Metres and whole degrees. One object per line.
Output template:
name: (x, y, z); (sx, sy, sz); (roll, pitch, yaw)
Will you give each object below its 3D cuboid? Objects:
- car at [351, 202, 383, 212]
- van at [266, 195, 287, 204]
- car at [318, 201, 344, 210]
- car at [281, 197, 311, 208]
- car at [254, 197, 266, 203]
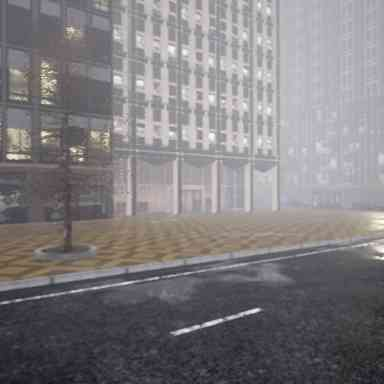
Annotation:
car: (23.739, 1.995, 44.821); (1.947, 1.339, 4.313); (0, 0, -35)
van: (17.768, 1.564, 68.348); (1.690, 1.788, 3.998); (0, 0, -35)
car: (20.512, 1.969, 49.502); (1.802, 1.307, 4.206); (0, 0, -35)
car: (17.319, 1.910, 54.204); (1.947, 1.339, 4.313); (0, 0, -35)
car: (14.526, 1.761, 73.019); (1.802, 1.307, 4.206); (0, 0, -35)
